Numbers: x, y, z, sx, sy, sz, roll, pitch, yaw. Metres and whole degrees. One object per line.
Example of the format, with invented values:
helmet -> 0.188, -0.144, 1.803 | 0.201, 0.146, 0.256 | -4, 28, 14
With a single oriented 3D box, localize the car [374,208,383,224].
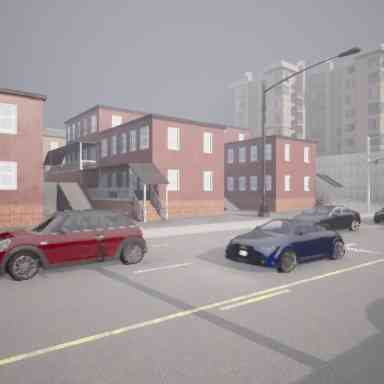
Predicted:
car -> 14.760, 1.564, 23.702 | 4.181, 1.385, 1.994 | 0, 0, -37

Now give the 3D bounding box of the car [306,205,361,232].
car -> 7.385, 1.492, 18.290 | 4.902, 1.511, 2.128 | 0, 0, -37

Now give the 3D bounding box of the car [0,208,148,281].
car -> -3.693, 1.352, 10.002 | 4.553, 1.767, 2.097 | 0, 0, -37

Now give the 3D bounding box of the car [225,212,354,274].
car -> 3.066, 1.565, 10.688 | 4.181, 1.385, 1.994 | 0, 0, -37
